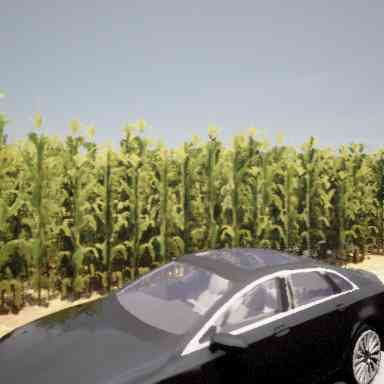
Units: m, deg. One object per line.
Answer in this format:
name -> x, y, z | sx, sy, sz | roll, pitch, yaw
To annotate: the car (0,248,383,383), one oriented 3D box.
car -> 0.345, 1.482, 3.739 | 4.902, 1.511, 2.128 | 0, 0, -35
